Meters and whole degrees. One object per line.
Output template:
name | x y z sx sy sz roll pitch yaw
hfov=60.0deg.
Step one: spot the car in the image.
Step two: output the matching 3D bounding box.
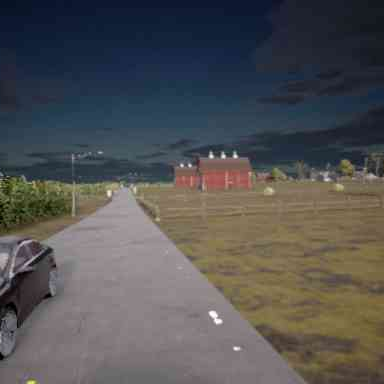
car | -3.767 1.639 6.014 2.128 1.511 4.902 -1 -1 -11
